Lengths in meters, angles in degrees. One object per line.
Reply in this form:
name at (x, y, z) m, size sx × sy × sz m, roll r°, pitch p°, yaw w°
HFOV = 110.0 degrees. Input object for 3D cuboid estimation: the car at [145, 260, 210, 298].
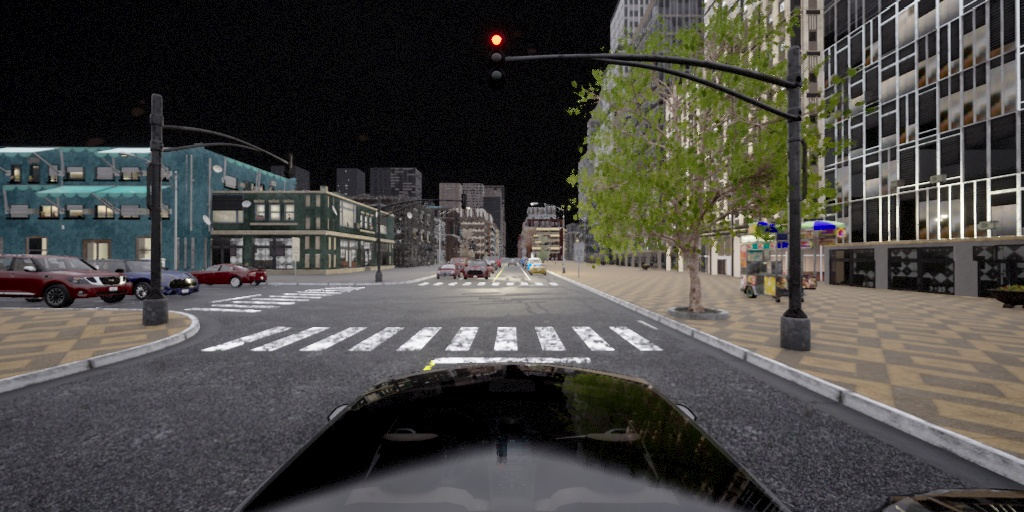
car at (-16.527, 0.919, 15.691) m, size 4.553 × 1.767 × 2.097 m, roll 1°, pitch 0°, yaw 0°

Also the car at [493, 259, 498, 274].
car at (-3.070, 1.350, 42.102) m, size 1.994 × 1.385 × 4.181 m, roll 0°, pitch 0°, yaw 0°

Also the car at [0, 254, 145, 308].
car at (-17.149, 0.858, 13.112) m, size 5.009 × 1.841 × 2.192 m, roll 0°, pitch 0°, yaw -1°

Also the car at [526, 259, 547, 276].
car at (2.718, 1.307, 38.209) m, size 1.751 × 1.417 × 4.829 m, roll 0°, pitch 0°, yaw 0°

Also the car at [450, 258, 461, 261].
car at (-5.662, 1.096, 38.043) m, size 2.192 × 1.841 × 5.009 m, roll 0°, pitch 0°, yaw 0°

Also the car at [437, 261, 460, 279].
car at (-5.666, 1.359, 32.492) m, size 1.802 × 1.307 × 4.207 m, roll 0°, pitch 0°, yaw 0°

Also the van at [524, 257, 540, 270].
van at (2.722, 1.128, 43.590) m, size 1.690 × 1.789 × 3.998 m, roll 0°, pitch 0°, yaw 0°

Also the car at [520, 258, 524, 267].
car at (2.730, 1.348, 54.692) m, size 2.007 × 1.370 × 4.403 m, roll 0°, pitch 0°, yaw 0°

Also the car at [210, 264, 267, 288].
car at (-17.261, 1.137, 21.491) m, size 4.507 × 1.381 × 1.888 m, roll 0°, pitch 0°, yaw -1°

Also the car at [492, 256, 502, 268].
car at (-3.001, 1.026, 62.778) m, size 2.150 × 2.045 × 5.566 m, roll 0°, pitch 0°, yaw 1°

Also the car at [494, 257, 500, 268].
car at (-3.052, 1.321, 52.184) m, size 1.812 × 1.442 × 4.674 m, roll 0°, pitch 0°, yaw 0°

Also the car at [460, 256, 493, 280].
car at (-3.076, 1.129, 32.189) m, size 2.097 × 1.767 × 4.553 m, roll 0°, pitch 0°, yaw 0°
